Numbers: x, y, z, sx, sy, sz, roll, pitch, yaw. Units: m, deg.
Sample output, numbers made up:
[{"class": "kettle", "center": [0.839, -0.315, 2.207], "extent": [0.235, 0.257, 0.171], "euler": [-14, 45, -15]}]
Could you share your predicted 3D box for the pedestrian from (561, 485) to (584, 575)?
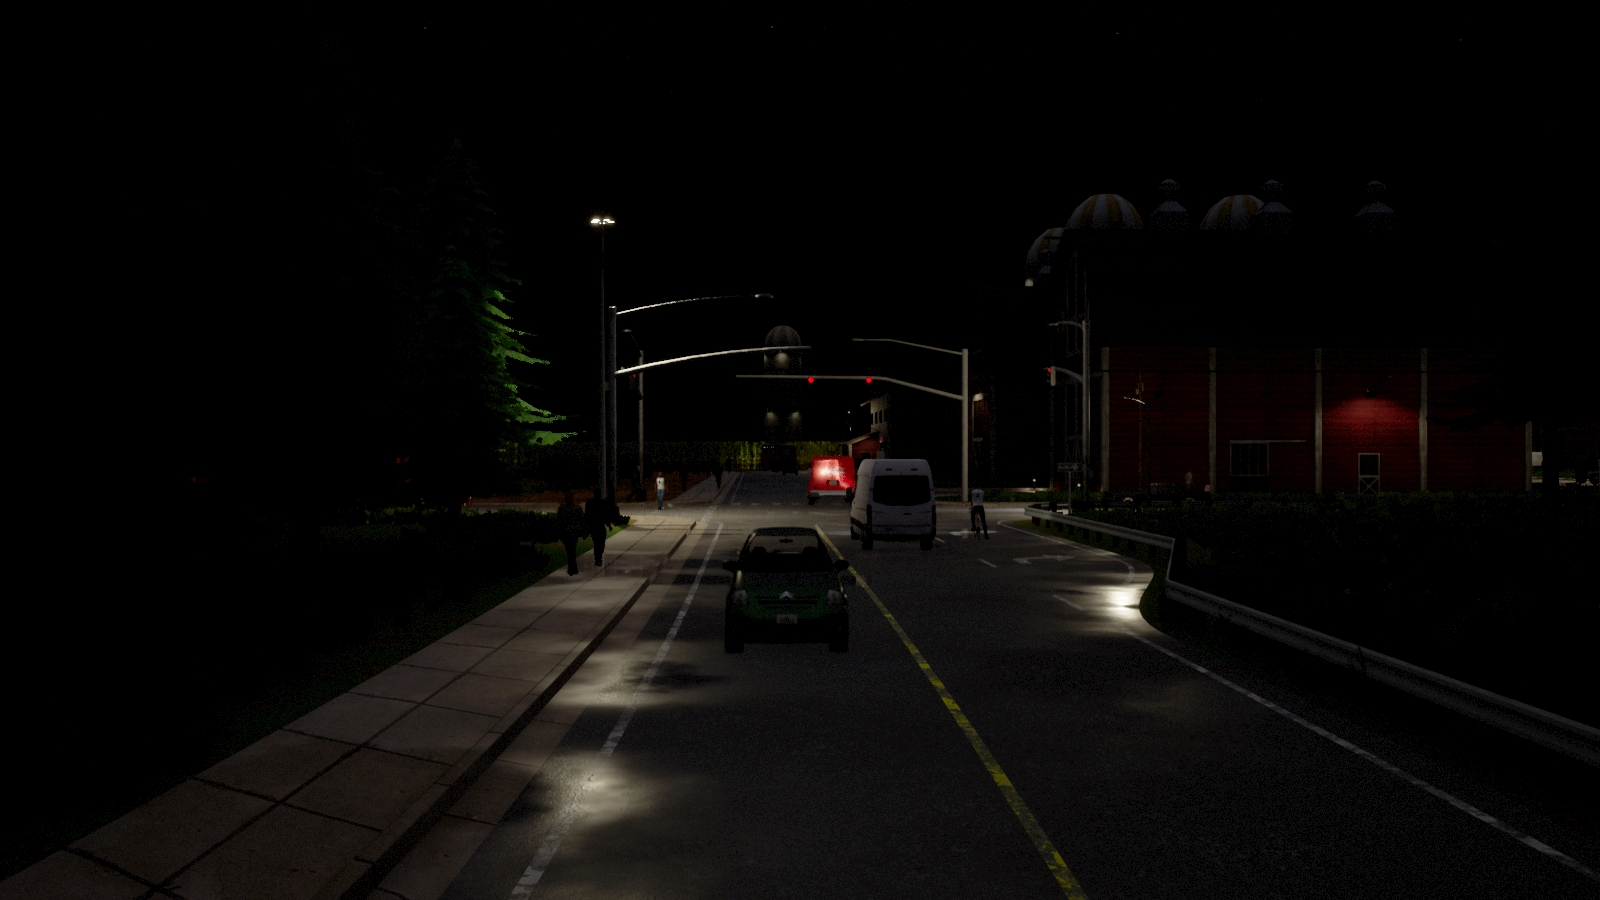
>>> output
[{"class": "pedestrian", "center": [-4.757, 1.670, 23.876], "extent": [0.375, 1.860, 0.375], "euler": [0, 0, 5]}]

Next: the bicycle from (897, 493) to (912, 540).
[{"class": "bicycle", "center": [3.290, 2.079, 36.037], "extent": [0.373, 1.396, 1.643], "euler": [0, 0, 3]}]

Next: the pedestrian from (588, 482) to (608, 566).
[{"class": "pedestrian", "center": [-4.580, 1.669, 25.908], "extent": [0.375, 1.860, 0.375], "euler": [0, 0, -20]}]

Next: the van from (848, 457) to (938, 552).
[{"class": "van", "center": [2.659, 1.508, 34.092], "extent": [1.988, 2.561, 5.915], "euler": [0, 0, -2]}]

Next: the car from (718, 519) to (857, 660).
[{"class": "car", "center": [-0.222, 1.973, 17.152], "extent": [1.851, 1.617, 3.988], "euler": [0, 0, -2]}]
